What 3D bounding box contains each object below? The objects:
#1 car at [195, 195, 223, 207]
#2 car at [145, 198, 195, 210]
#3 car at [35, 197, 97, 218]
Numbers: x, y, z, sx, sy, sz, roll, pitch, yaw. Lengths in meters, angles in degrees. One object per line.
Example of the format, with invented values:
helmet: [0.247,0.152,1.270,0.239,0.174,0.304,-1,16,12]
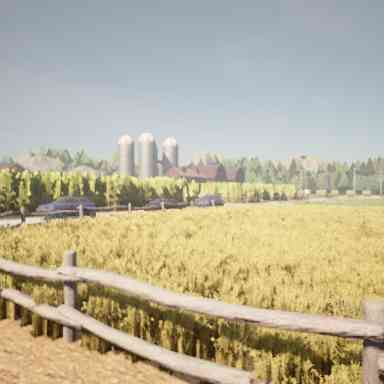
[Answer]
car: [2.068,1.165,42.541,2.097,1.767,4.553,1,0,36]
car: [-2.229,1.332,30.940,2.128,1.511,4.902,1,0,35]
car: [-9.783,1.166,25.972,2.097,1.767,4.553,1,0,35]
